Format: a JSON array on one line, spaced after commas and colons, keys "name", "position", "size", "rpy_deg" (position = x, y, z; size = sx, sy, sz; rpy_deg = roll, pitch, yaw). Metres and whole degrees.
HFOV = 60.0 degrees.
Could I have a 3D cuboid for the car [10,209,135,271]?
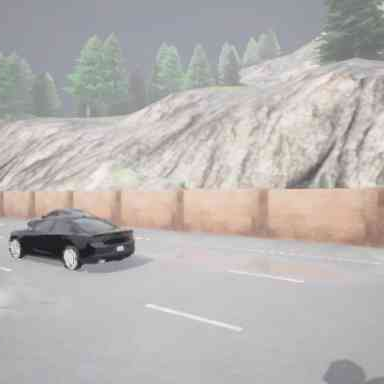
[{"name": "car", "position": [-4.121, 1.500, 11.088], "size": [5.008, 1.535, 1.882], "rpy_deg": [0, 0, 35]}]
